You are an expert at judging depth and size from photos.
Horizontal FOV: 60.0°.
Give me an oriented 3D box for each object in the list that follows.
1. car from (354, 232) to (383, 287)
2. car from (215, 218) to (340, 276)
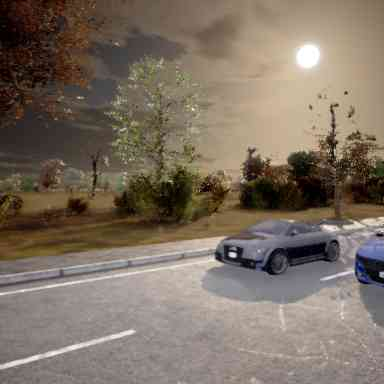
[{"bbox_3d":[6.044,1.445,8.440,5.008,1.535,1.882,-1,0,-37],"label":"car"},{"bbox_3d":[2.737,1.540,10.345,4.181,1.385,1.994,0,0,-36],"label":"car"}]
